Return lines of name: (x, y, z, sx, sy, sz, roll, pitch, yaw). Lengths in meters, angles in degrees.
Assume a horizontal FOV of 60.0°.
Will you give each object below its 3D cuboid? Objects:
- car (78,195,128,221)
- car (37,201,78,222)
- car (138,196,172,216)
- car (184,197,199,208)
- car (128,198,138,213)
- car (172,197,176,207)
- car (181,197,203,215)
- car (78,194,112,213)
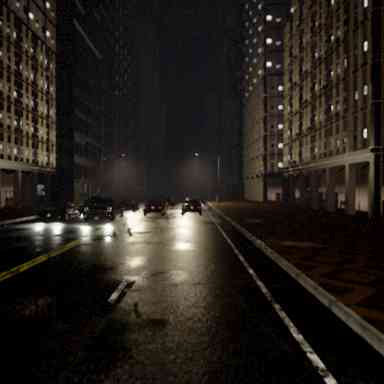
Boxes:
car: (-6.514, 1.174, 24.897, 2.097, 1.767, 4.553, 0, 0, 0)
car: (-9.768, 1.390, 24.654, 1.994, 1.385, 4.181, 0, 0, 0)
car: (-3.263, 1.336, 30.151, 2.033, 1.411, 5.357, 0, 0, 0)
car: (0.013, 1.312, 44.214, 1.895, 1.301, 4.718, 0, 0, 1)
car: (-6.520, 1.331, 33.777, 1.994, 1.385, 4.181, 0, 0, 0)
car: (-3.225, 1.270, 45.179, 1.994, 1.385, 4.181, 0, 0, 0)
car: (-0.014, 1.335, 30.316, 2.033, 1.411, 5.357, 0, 0, 0)
car: (-9.771, 1.117, 33.980, 2.097, 1.767, 4.553, 0, 0, 0)
